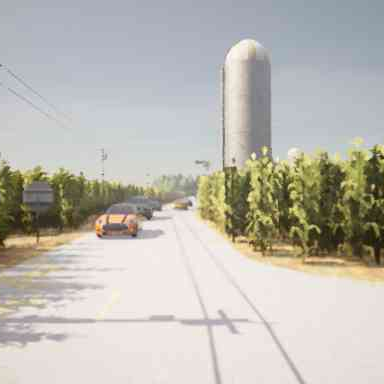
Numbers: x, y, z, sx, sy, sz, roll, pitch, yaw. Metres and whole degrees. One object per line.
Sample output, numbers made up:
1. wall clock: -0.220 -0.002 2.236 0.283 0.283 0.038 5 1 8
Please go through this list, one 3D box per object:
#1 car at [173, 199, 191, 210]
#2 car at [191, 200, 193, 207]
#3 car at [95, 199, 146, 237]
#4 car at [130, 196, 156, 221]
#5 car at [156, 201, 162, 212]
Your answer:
1. car: -1.622 1.798 48.157 1.882 1.535 5.008 0 0 2
2. car: -0.868 1.948 60.420 2.033 1.411 5.357 0 0 5
3. car: -3.959 1.480 18.702 2.097 1.767 4.553 0 0 -4
4. car: -4.728 1.419 30.145 2.150 2.045 5.566 0 1 -3
5. car: -5.115 1.862 44.274 1.994 1.385 4.181 0 0 1
